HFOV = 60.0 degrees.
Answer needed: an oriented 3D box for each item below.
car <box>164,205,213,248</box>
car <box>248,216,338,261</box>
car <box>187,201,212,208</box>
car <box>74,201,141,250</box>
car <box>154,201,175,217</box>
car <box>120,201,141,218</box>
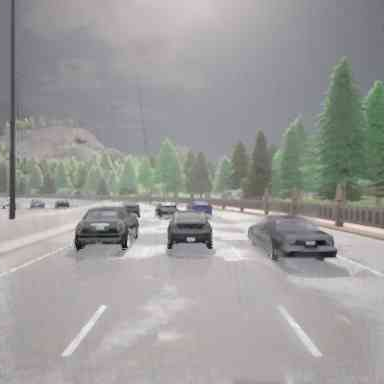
[{"bbox_3d":[-0.159,1.574,15.124,1.837,1.490,4.892,0,0,-3],"label":"car"},{"bbox_3d":[3.486,1.605,12.560,2.033,1.411,5.357,0,0,-2],"label":"car"},{"bbox_3d":[0.658,1.634,34.313,1.882,1.535,5.008,0,0,-13],"label":"car"},{"bbox_3d":[-3.655,1.421,14.964,2.097,1.767,4.553,0,0,-3],"label":"car"},{"bbox_3d":[-2.578,1.641,32.733,2.128,1.511,4.902,0,0,-12],"label":"car"},{"bbox_3d":[-6.154,1.654,32.787,1.837,1.490,4.892,0,0,-13],"label":"car"}]
